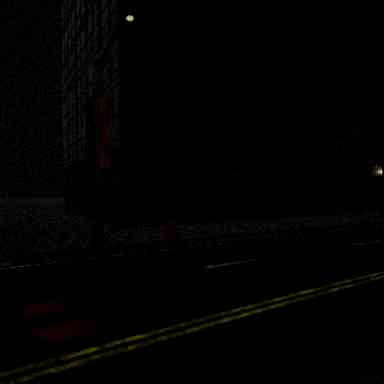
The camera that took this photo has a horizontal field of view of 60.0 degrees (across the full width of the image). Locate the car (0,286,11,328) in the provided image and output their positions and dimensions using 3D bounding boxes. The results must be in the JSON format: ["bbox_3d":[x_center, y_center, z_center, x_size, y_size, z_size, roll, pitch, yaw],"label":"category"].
[{"bbox_3d":[-5.220,1.551,3.898,5.357,1.411,2.033,0,0,-36],"label":"car"}]
